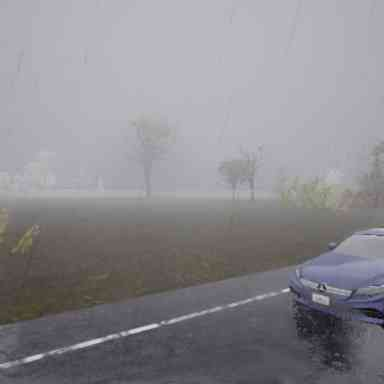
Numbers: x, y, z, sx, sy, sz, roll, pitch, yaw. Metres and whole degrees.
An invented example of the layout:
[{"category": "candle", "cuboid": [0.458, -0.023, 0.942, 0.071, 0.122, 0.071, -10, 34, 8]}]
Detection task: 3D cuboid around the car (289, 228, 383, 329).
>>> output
[{"category": "car", "cuboid": [4.028, 1.510, 6.853, 4.674, 1.442, 1.812, 0, 0, -35]}]
